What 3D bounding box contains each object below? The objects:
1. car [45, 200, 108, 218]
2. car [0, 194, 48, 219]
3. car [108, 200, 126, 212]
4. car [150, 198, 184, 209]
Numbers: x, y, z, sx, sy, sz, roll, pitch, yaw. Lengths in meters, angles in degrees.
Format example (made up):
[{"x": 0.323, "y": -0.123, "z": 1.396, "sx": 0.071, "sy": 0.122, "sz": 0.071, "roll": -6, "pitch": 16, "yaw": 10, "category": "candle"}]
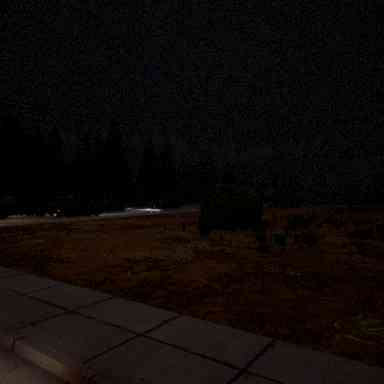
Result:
[{"x": -10.411, "y": 1.627, "z": 30.268, "sx": 1.895, "sy": 1.301, "sz": 4.718, "roll": 0, "pitch": 0, "yaw": 36, "category": "car"}, {"x": -15.468, "y": 1.248, "z": 29.695, "sx": 2.150, "sy": 2.045, "sz": 5.566, "roll": 0, "pitch": 0, "yaw": 36, "category": "car"}, {"x": -9.573, "y": 1.591, "z": 37.673, "sx": 1.994, "sy": 1.385, "sz": 4.181, "roll": 0, "pitch": 0, "yaw": 37, "category": "car"}, {"x": -3.375, "y": 1.574, "z": 46.056, "sx": 2.033, "sy": 1.411, "sz": 5.357, "roll": 0, "pitch": 0, "yaw": 37, "category": "car"}]
